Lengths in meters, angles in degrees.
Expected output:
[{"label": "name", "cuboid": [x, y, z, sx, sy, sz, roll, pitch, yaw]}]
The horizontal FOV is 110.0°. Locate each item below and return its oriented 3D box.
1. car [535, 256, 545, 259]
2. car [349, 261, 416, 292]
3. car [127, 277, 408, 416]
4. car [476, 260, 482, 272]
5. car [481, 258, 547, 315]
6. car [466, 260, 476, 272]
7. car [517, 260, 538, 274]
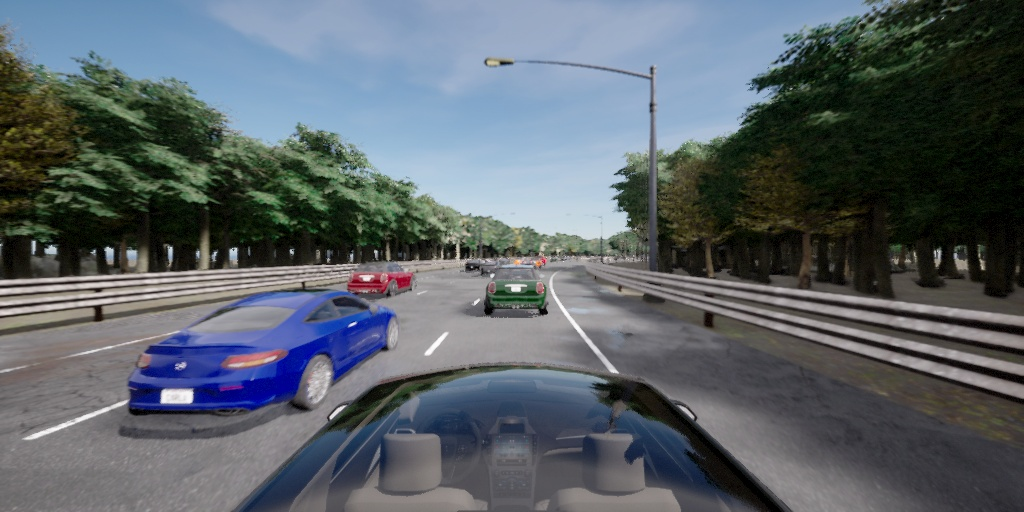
[{"label": "car", "cuboid": [4.058, 1.097, 61.092, 2.097, 1.767, 4.553, 0, 0, 8]}, {"label": "car", "cuboid": [-6.583, 1.093, 18.583, 2.097, 1.767, 4.553, 0, 0, 2]}, {"label": "car", "cuboid": [-3.403, 1.270, 5.972, 1.812, 1.442, 4.674, 0, 0, 1]}, {"label": "car", "cuboid": [-1.998, 1.246, 36.925, 2.128, 1.511, 4.902, 0, 0, 5]}, {"label": "car", "cuboid": [0.190, 1.105, 13.799, 2.097, 1.767, 4.553, 0, 0, 2]}, {"label": "car", "cuboid": [-4.670, 1.223, 46.536, 1.882, 1.535, 5.008, 0, 0, 6]}, {"label": "car", "cuboid": [1.881, 1.254, 41.999, 2.128, 1.511, 4.902, 0, 0, 5]}]
